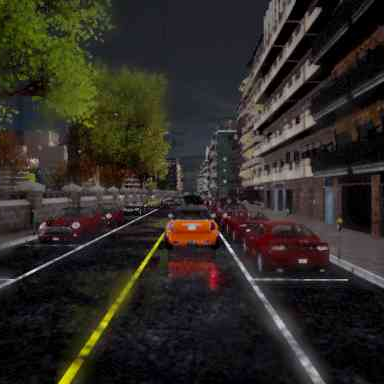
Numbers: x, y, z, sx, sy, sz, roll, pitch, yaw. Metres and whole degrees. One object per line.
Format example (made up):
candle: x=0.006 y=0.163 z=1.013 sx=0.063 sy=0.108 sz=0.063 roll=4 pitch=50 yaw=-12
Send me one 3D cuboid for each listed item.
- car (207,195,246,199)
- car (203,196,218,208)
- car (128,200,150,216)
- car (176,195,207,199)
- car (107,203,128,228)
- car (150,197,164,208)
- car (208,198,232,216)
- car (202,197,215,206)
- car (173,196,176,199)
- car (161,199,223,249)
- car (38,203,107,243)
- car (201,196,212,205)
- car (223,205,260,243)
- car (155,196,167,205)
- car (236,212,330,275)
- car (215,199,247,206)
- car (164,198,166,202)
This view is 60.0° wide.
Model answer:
car: x=2.688 y=1.320 z=27.185 sx=2.192 sy=1.841 sz=5.009 roll=0 pitch=0 yaw=0
car: x=2.688 y=1.460 z=49.706 sx=1.967 sy=1.590 sz=4.097 roll=0 pitch=0 yaw=0
car: x=-5.691 y=1.558 z=32.815 sx=2.008 sy=1.369 sz=4.403 roll=0 pitch=0 yaw=0
car: x=0.000 y=1.265 z=29.680 sx=2.150 sy=2.045 sz=5.566 roll=0 pitch=0 yaw=0
car: x=-5.692 y=1.442 z=21.553 sx=1.967 sy=1.590 sz=4.097 roll=0 pitch=0 yaw=0
car: x=-5.692 y=1.545 z=49.536 sx=1.752 sy=1.417 sz=4.829 roll=0 pitch=0 yaw=0
car: x=2.689 y=1.447 z=32.816 sx=1.967 sy=1.590 sz=4.097 roll=0 pitch=0 yaw=0
car: x=2.689 y=1.591 z=55.337 sx=1.947 sy=1.339 sz=4.313 roll=0 pitch=0 yaw=0
car: x=-3.005 y=1.511 z=68.753 sx=2.128 sy=1.511 sz=4.902 roll=0 pitch=0 yaw=0
car: x=0.000 y=1.367 z=14.621 sx=2.097 sy=1.767 sz=4.553 roll=0 pitch=0 yaw=0
car: x=-5.692 y=1.440 z=15.925 sx=1.967 sy=1.590 sz=4.097 roll=0 pitch=0 yaw=0
car: x=2.688 y=1.558 z=61.138 sx=1.752 sy=1.417 sz=4.829 roll=0 pitch=0 yaw=0
car: x=2.689 y=1.545 z=15.926 sx=1.887 sy=1.381 sz=4.507 roll=0 pitch=0 yaw=0
car: x=-5.692 y=1.557 z=60.797 sx=1.752 sy=1.417 sz=4.829 roll=0 pitch=0 yaw=0
car: x=2.690 y=1.543 z=10.295 sx=1.887 sy=1.381 sz=4.507 roll=0 pitch=0 yaw=0
car: x=2.689 y=1.442 z=21.555 sx=1.967 sy=1.590 sz=4.097 roll=0 pitch=0 yaw=0
car: x=-5.691 y=1.576 z=55.336 sx=2.008 sy=1.369 sz=4.403 roll=0 pitch=0 yaw=0
